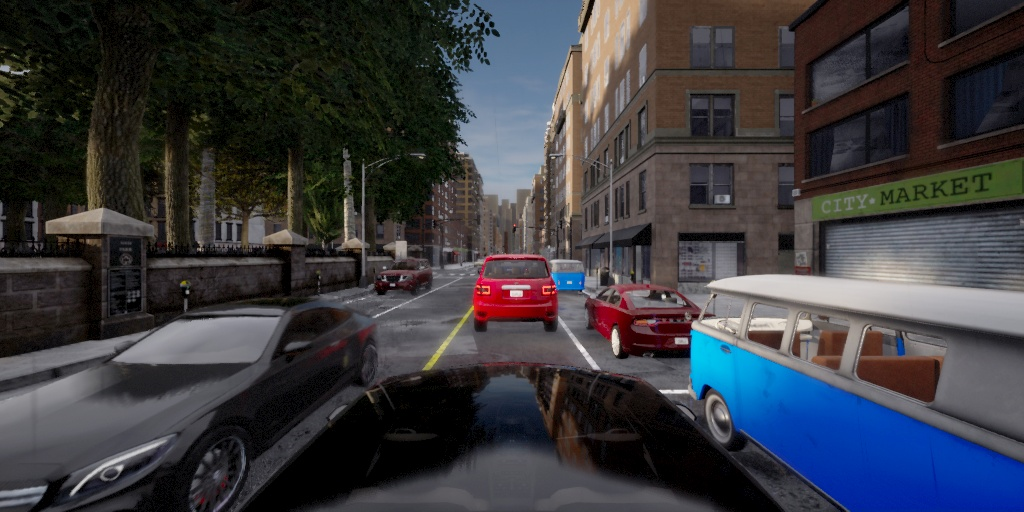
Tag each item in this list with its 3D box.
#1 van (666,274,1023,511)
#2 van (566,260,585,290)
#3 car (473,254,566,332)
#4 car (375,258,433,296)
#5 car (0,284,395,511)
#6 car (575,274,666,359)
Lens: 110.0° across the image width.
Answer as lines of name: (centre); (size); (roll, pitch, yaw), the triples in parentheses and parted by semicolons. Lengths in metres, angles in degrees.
van: (2.856, 1.091, 2.600); (1.690, 1.789, 3.998); (0, 0, 0)
van: (2.847, 1.085, 19.582); (1.690, 1.789, 3.998); (0, 0, 0)
car: (0.092, 0.970, 11.019); (2.150, 2.045, 5.566); (0, 0, 0)
car: (-5.678, 1.059, 19.537); (2.192, 1.841, 5.009); (0, 0, 0)
car: (-3.101, 1.276, 4.254); (1.812, 1.442, 4.674); (0, 0, 0)
car: (2.853, 1.294, 8.261); (1.888, 1.381, 4.507); (0, 0, 0)
